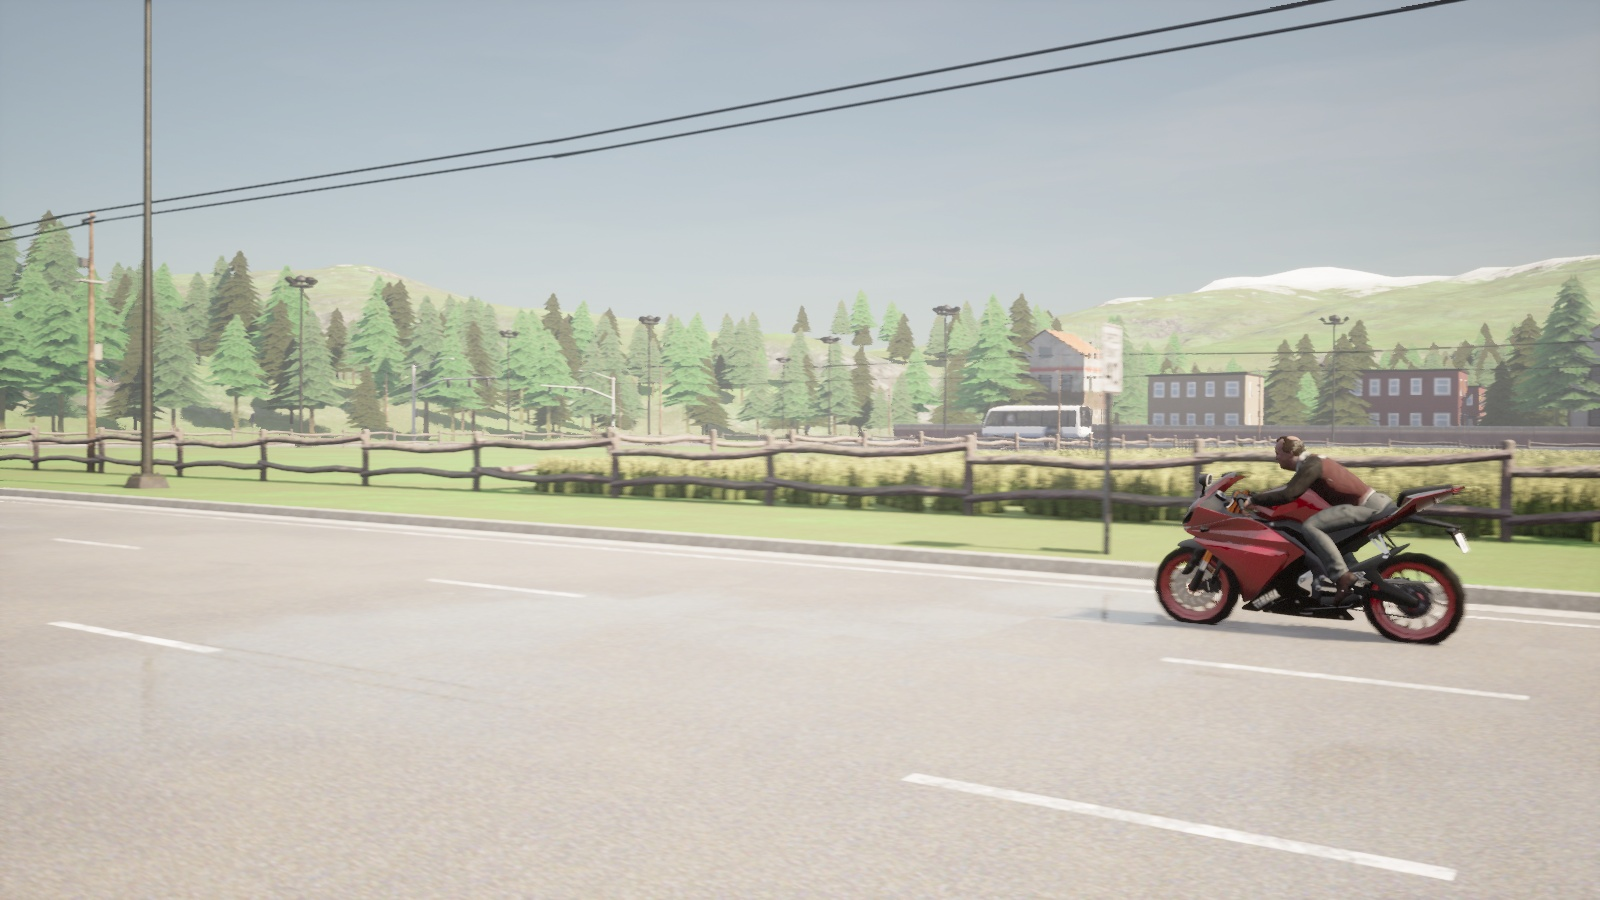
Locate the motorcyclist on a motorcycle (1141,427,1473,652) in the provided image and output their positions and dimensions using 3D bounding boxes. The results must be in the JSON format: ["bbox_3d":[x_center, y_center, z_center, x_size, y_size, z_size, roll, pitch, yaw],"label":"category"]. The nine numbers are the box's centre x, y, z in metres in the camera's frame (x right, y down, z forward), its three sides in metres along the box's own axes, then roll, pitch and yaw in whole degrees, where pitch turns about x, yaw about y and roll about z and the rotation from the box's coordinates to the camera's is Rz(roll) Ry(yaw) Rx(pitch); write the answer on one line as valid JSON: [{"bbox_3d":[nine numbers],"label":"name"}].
[{"bbox_3d":[3.805,0.602,9.499,2.191,1.530,0.866,0,1,34],"label":"motorcyclist on a motorcycle"}]
